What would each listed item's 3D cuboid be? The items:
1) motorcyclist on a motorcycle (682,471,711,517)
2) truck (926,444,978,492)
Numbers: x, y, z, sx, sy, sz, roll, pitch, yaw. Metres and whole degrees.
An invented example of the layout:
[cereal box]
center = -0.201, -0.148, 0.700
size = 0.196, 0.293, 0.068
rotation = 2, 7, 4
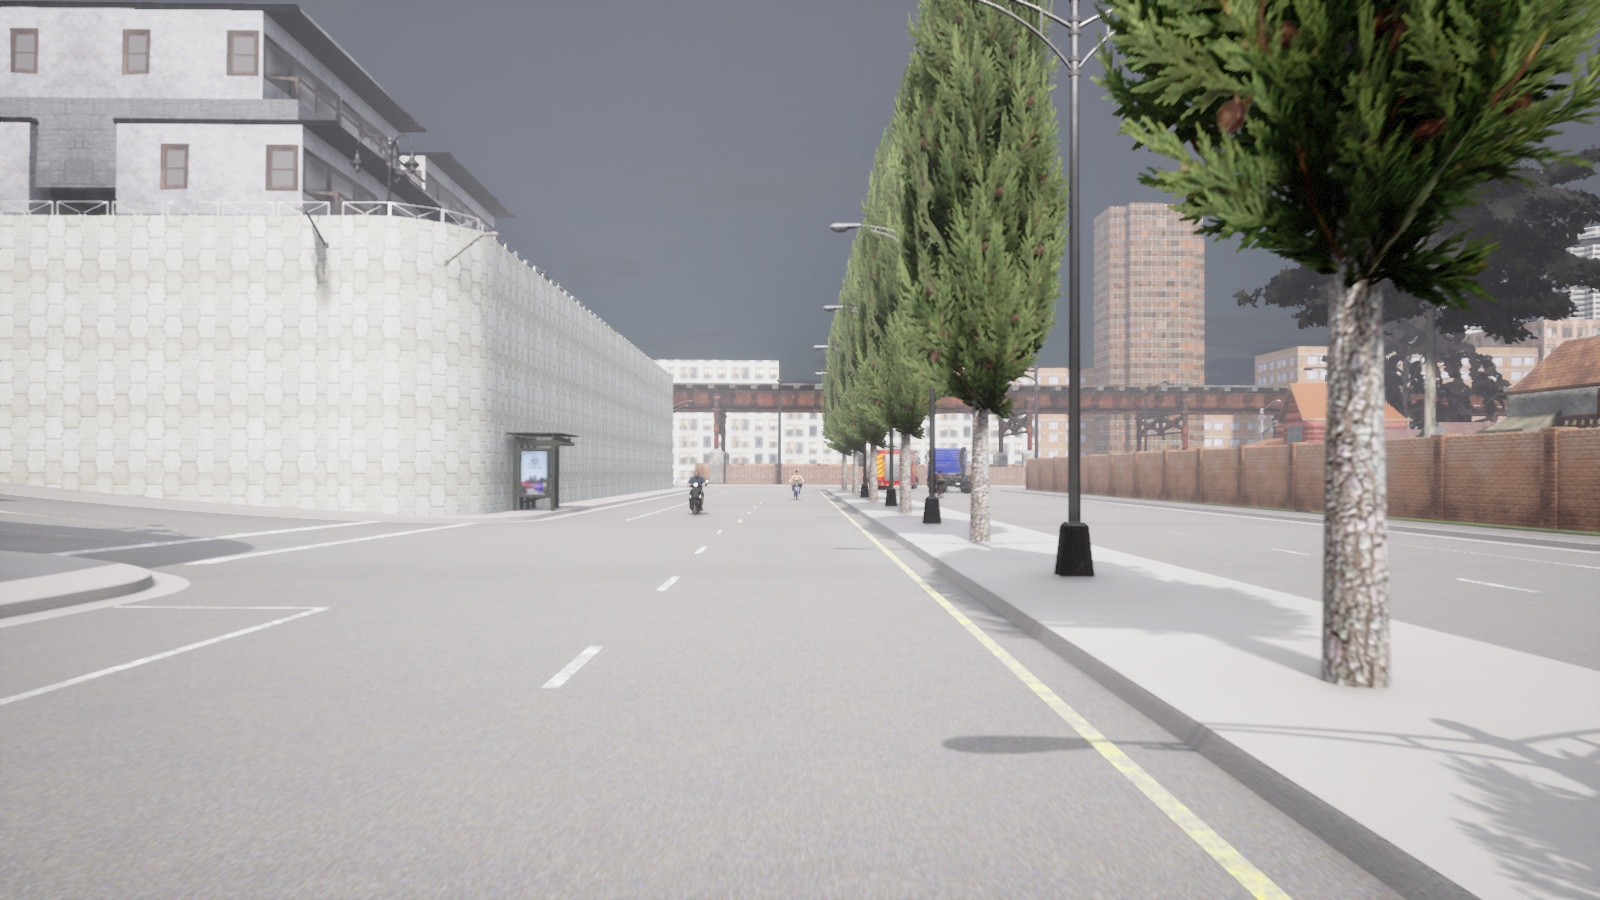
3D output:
[motorcyclist on a motorcycle]
center = -3.611, 1.519, 44.015
size = 0.866, 1.590, 1.817
rotation = 0, -1, 0
[truck]
center = 11.273, 1.359, 93.863
size = 2.891, 3.462, 7.936
rotation = 0, -1, 0
